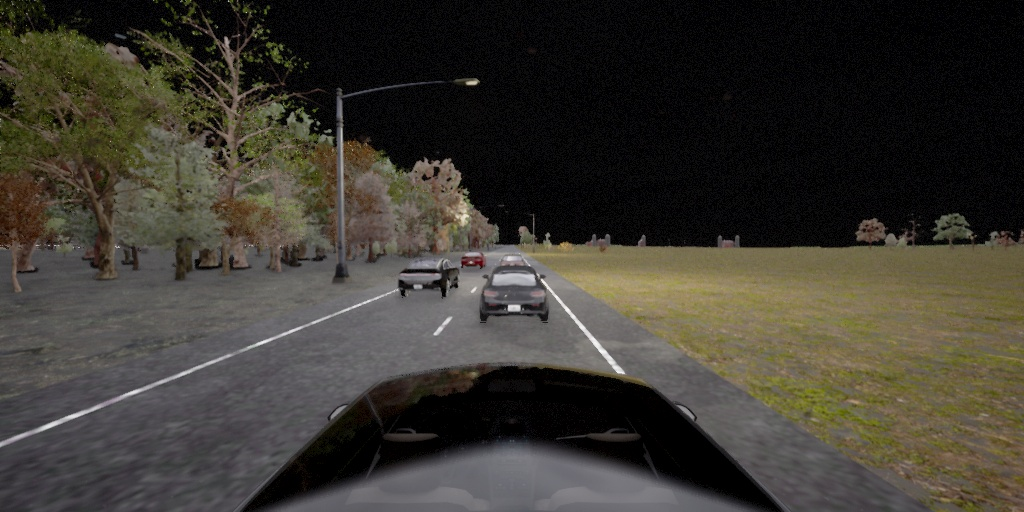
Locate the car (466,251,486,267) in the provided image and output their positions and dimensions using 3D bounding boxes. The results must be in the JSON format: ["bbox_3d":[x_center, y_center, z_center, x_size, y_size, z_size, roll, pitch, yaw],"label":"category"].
[{"bbox_3d":[-3.398,0.306,32.332,1.882,1.535,5.008,0,2,0],"label":"car"}]

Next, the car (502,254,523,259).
[{"bbox_3d":[0.051,0.574,25.745,2.033,1.411,5.357,0,2,1],"label":"car"}]

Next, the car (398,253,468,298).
[{"bbox_3d":[-3.410,0.827,15.462,2.128,1.511,4.902,0,2,0],"label":"car"}]

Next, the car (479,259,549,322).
[{"bbox_3d":[0.065,0.999,10.850,1.812,1.442,4.674,0,2,0],"label":"car"}]
